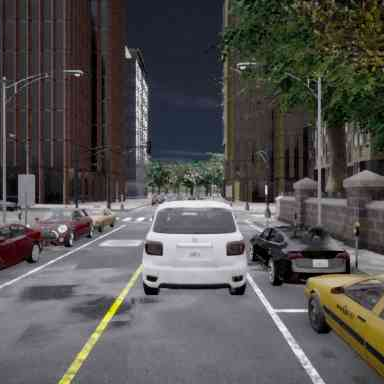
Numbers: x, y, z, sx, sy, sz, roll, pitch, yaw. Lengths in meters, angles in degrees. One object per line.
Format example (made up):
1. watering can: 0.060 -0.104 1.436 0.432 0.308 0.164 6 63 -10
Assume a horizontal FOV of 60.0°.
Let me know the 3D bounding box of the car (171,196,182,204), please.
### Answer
1. car: -3.061 1.583 66.956 1.994 1.385 4.181 0 0 1

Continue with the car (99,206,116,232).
1. car: -5.776 1.527 19.945 1.752 1.417 4.829 0 0 0

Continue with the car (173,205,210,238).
1. car: 0.016 1.527 18.719 1.812 1.442 4.674 0 0 1

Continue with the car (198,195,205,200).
1. car: 2.706 1.564 95.761 1.752 1.417 4.829 0 0 0

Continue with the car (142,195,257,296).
1. car: 0.061 1.222 8.799 2.150 2.045 5.566 0 0 0

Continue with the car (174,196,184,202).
1. car: -3.045 1.558 77.295 2.033 1.411 5.357 0 0 0

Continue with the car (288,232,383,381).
1. car: 2.758 1.525 3.921 1.752 1.417 4.829 0 0 0

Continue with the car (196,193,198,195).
1. car: -0.046 1.551 78.655 1.812 1.442 4.674 0 0 0

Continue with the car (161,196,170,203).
1. car: -5.807 1.548 73.666 1.752 1.417 4.829 0 0 0

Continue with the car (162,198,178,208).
1. car: -3.124 1.574 48.086 1.994 1.385 4.181 0 0 0

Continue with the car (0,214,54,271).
1. car: -5.770 1.545 9.201 1.887 1.381 4.507 0 0 0

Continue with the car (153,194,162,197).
1. car: -5.798 1.329 57.523 2.192 1.841 5.009 0 0 0

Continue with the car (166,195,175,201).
1. car: -5.816 1.585 90.149 2.008 1.369 4.403 0 0 0

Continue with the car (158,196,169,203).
1. car: -5.803 1.602 68.398 1.802 1.307 4.206 0 0 0

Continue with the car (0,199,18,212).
1. car: -19.190 1.203 31.510 5.357 1.411 2.033 1 0 -5

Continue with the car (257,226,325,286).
1. car: 2.755 1.566 9.208 1.947 1.339 4.313 0 0 0

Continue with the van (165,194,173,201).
1. van: -5.813 1.372 84.711 1.690 1.788 3.998 0 0 0

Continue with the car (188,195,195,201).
1. car: -0.052 1.534 88.561 1.837 1.490 4.892 0 0 0

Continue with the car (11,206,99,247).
1. car: -5.773 1.441 14.659 1.967 1.590 4.097 0 0 0
